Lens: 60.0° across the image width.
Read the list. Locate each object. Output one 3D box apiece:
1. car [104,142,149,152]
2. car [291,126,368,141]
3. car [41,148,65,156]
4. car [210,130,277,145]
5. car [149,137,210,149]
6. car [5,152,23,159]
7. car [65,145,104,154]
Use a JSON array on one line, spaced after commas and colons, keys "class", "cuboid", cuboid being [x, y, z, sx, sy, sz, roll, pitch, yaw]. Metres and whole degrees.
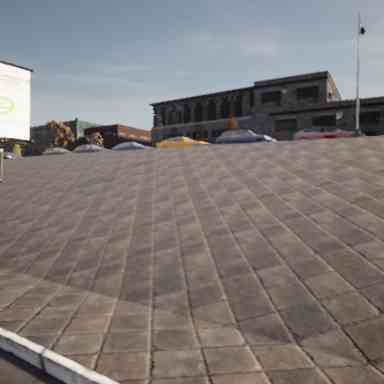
[{"class": "car", "cuboid": [-5.413, -3.867, 30.565, 4.674, 1.452, 2.002, 1, 1, 33]}, {"class": "car", "cuboid": [9.047, -3.550, 22.023, 4.792, 1.488, 2.163, 1, 1, 29]}, {"class": "car", "cuboid": [-14.628, -4.095, 36.691, 4.892, 1.521, 2.231, 1, 1, 34]}, {"class": "car", "cuboid": [4.054, -3.817, 24.822, 4.553, 1.767, 2.185, 1, 1, 31]}, {"class": "car", "cuboid": [-0.700, -3.799, 27.637, 5.008, 1.535, 2.097, 1, 1, 32]}, {"class": "car", "cuboid": [-23.670, -4.364, 42.847, 4.553, 1.767, 2.185, 1, 1, 34]}, {"class": "car", "cuboid": [-10.061, -4.010, 33.593, 4.892, 1.521, 2.231, 1, 1, 34]}]
